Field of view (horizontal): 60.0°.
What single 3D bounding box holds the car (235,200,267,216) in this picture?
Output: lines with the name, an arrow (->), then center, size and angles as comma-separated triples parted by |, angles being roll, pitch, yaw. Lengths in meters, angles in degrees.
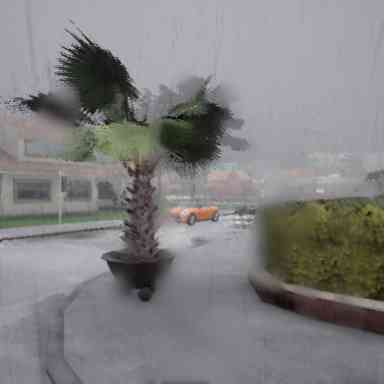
car -> 6.100, 1.495, 31.825 | 2.033, 1.411, 5.357 | 0, 0, 36

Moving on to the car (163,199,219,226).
car -> 0.003, 1.299, 23.332 | 2.097, 1.767, 4.553 | 0, 0, 35
